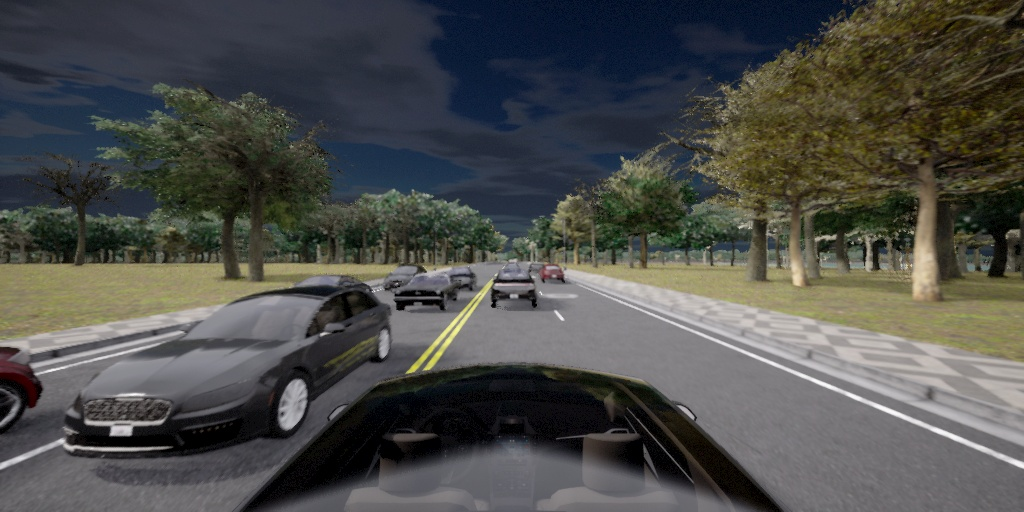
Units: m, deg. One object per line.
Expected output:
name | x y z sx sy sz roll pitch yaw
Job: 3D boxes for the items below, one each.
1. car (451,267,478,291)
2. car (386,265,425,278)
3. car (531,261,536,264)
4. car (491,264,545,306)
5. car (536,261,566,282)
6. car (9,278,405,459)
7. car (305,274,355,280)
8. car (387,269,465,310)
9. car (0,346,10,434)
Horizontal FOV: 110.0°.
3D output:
car | -3.280 1.399 22.668 1.994 1.385 4.181 0 0 0
car | -6.530 1.343 22.663 1.837 1.490 4.892 0 0 0
car | 3.268 1.445 47.735 2.128 1.511 4.902 0 0 0
car | 0.078 1.296 15.876 2.128 1.511 4.902 0 0 0
car | 3.247 1.387 29.787 1.812 1.442 4.674 0 0 0
car | -3.354 1.272 5.509 1.837 1.490 4.892 0 -1 0
car | -6.602 1.361 12.862 1.994 1.385 4.181 0 0 1
car | -3.359 1.403 15.013 1.895 1.301 4.718 0 0 0
car | -6.598 1.323 2.475 1.994 1.385 4.181 0 0 0
